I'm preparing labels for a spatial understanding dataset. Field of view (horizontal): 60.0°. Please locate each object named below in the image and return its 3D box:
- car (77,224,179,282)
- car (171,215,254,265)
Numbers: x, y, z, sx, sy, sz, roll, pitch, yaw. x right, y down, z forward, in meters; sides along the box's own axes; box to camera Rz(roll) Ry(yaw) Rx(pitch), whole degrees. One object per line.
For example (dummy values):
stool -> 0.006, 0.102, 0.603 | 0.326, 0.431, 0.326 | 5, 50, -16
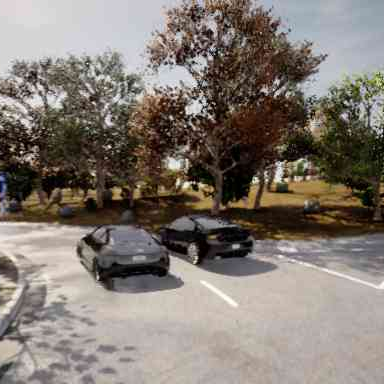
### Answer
car -> -2.251, 1.667, 10.271 | 1.994, 1.385, 4.181 | 1, -1, -27
car -> 0.208, 1.570, 12.250 | 1.882, 1.535, 5.008 | -1, -1, -27
